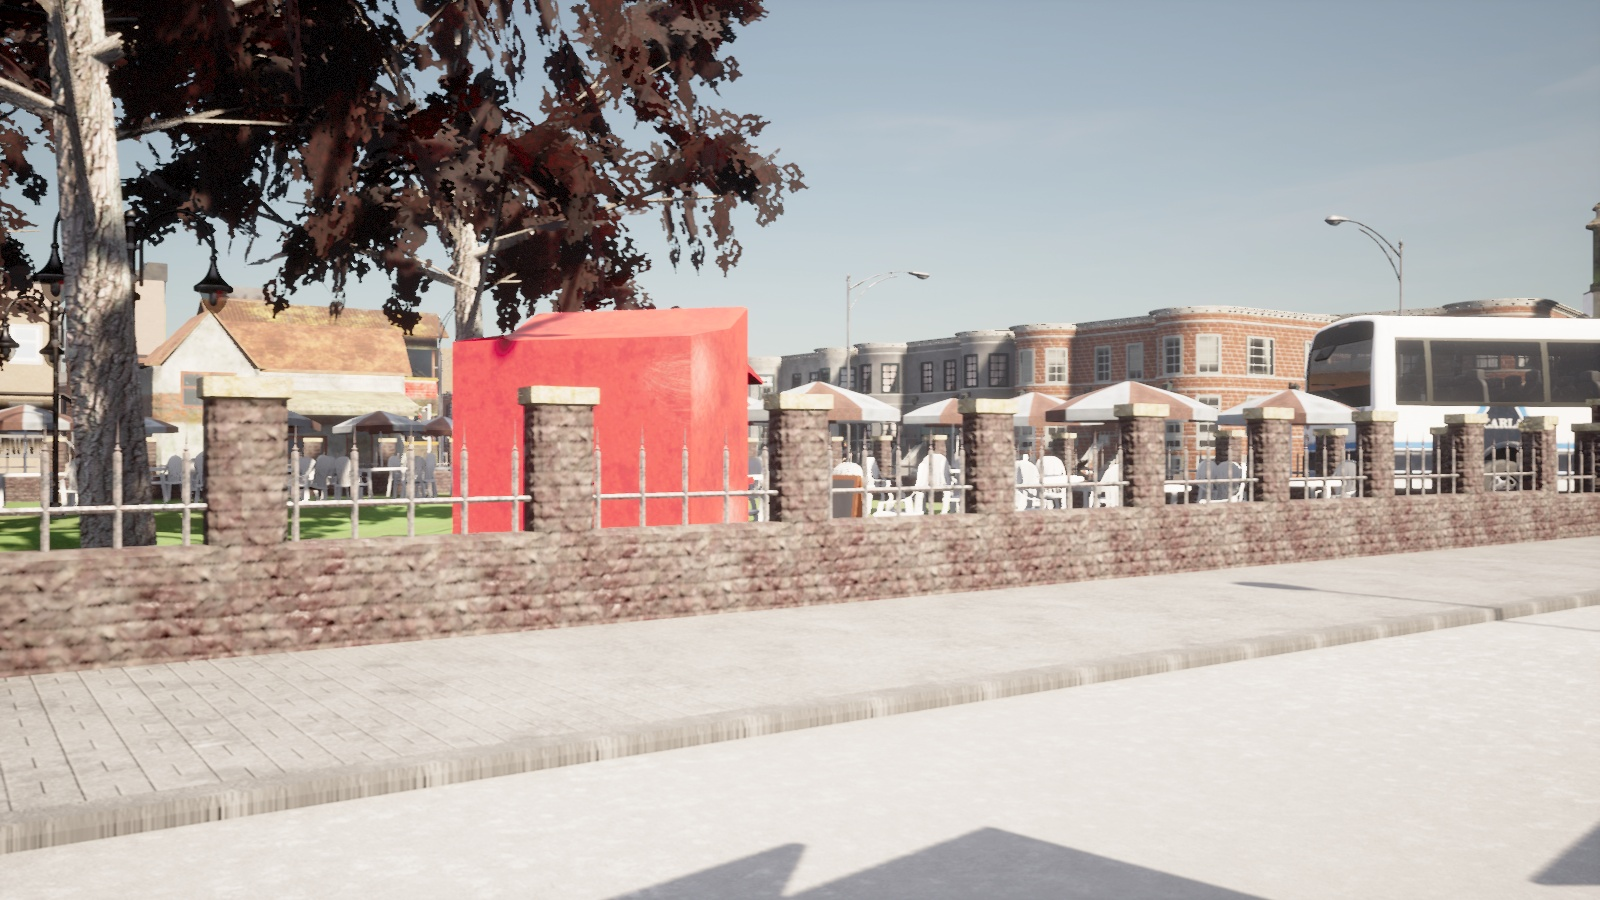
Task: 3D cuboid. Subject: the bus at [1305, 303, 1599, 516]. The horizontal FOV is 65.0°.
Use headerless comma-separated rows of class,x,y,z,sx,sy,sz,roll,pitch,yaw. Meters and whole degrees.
bus,16.925,-0.772,27.401,10.273,4.253,3.944,0,-1,-4
